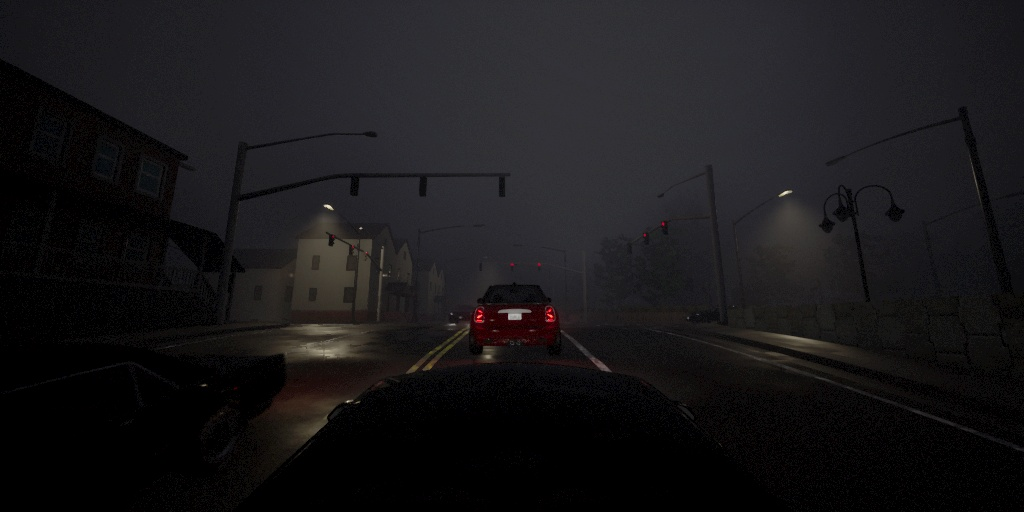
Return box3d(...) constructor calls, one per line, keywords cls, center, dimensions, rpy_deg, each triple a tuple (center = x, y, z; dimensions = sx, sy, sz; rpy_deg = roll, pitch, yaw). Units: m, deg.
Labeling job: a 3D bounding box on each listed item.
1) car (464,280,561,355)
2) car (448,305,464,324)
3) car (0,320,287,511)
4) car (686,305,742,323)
box3d(cls="car", center=(0.066, 1.563, 10.026), dimensions=(2.097, 1.767, 4.553), rpy_deg=(-1, -6, 0))
box3d(cls="car", center=(-3.583, 4.424, 27.248), dimensions=(1.812, 1.442, 4.674), rpy_deg=(0, -11, 0))
box3d(cls="car", center=(-3.606, 1.344, 2.014), dimensions=(1.895, 1.301, 4.718), rpy_deg=(0, 0, 0))
box3d(cls="car", center=(16.326, 4.619, 28.245), dimensions=(4.902, 1.511, 2.128), rpy_deg=(0, -10, 1))
